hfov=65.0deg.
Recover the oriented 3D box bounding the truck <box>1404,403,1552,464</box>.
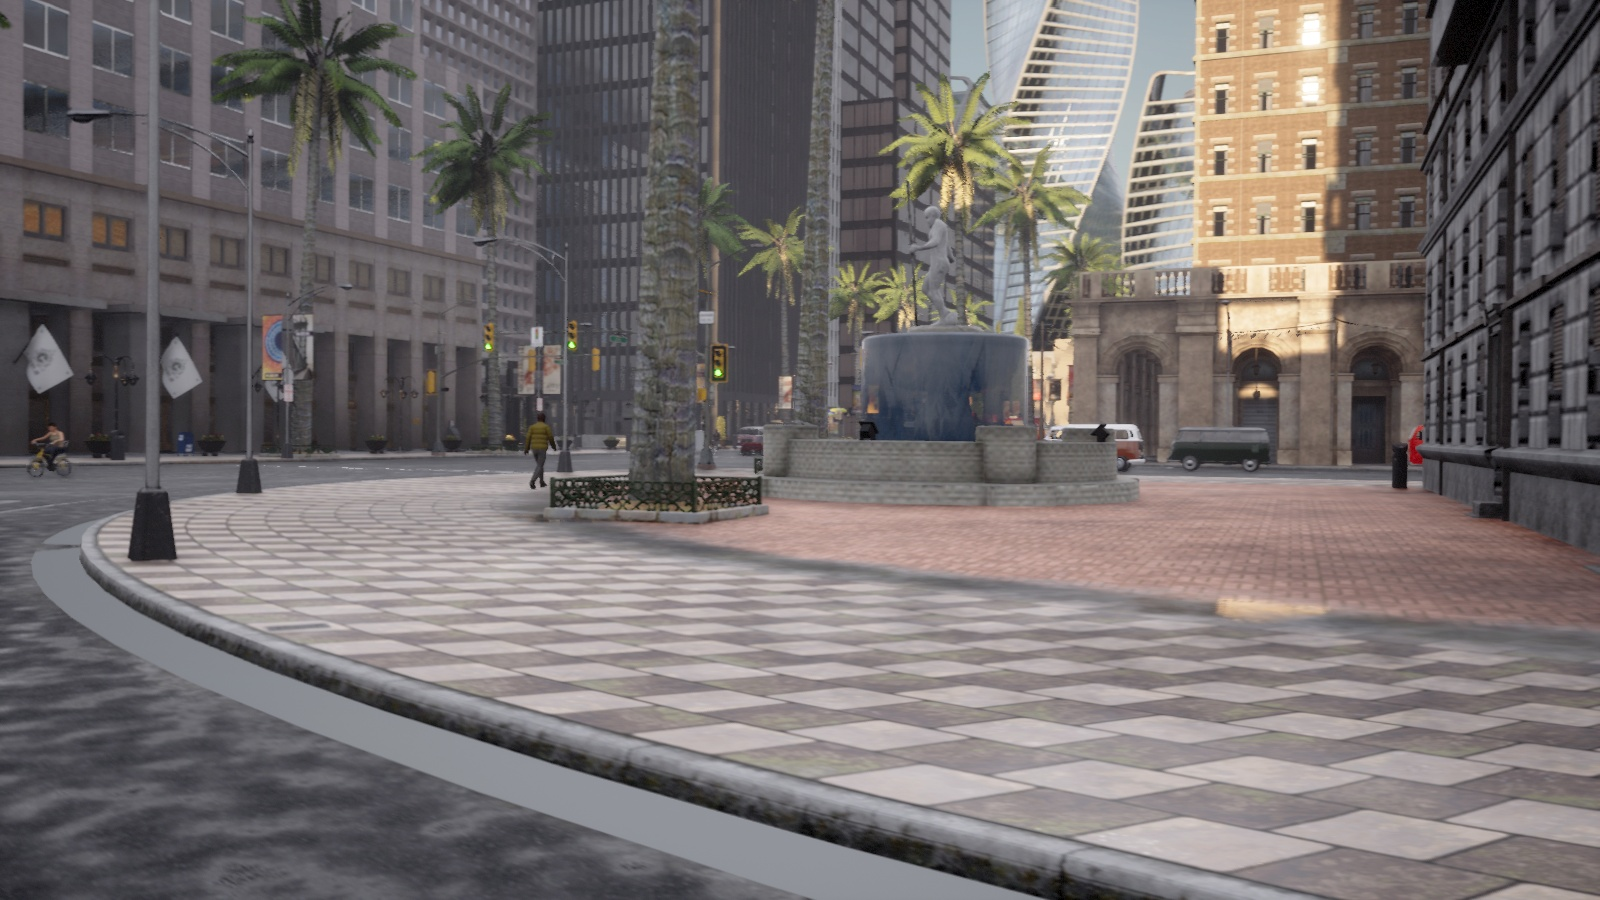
[{"bbox_3d":[28.334,-0.665,52.737,5.204,2.467,2.627,0,1,22],"label":"truck"}]

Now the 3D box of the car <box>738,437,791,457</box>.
[{"bbox_3d":[-2.372,-0.236,85.546,1.895,1.301,4.718,0,1,22],"label":"car"}]

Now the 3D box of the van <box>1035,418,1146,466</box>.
[{"bbox_3d":[12.785,-0.355,55.204,4.480,2.038,2.069,0,1,22],"label":"van"}]

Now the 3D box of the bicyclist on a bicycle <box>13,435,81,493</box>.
[{"bbox_3d":[-21.787,0.389,36.360,0.866,1.612,1.509,0,1,15],"label":"bicyclist on a bicycle"}]

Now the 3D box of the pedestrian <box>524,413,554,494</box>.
[{"bbox_3d":[-5.989,0.072,28.827,0.370,1.835,0.726,0,1,14],"label":"pedestrian"}]

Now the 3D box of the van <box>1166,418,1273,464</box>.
[{"bbox_3d":[18.890,-0.393,56.489,4.442,1.987,1.775,0,1,23],"label":"van"}]

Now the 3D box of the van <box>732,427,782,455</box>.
[{"bbox_3d":[-3.139,-0.701,92.976,2.069,2.038,4.480,0,1,22],"label":"van"}]
